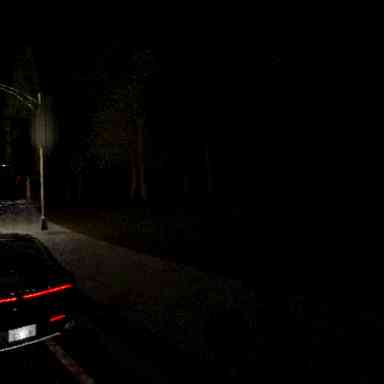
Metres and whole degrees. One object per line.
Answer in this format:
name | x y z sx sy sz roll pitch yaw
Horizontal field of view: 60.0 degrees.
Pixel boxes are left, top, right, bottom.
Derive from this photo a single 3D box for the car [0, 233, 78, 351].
car | -3.643 1.513 6.018 1.837 1.490 4.892 -1 1 -39
